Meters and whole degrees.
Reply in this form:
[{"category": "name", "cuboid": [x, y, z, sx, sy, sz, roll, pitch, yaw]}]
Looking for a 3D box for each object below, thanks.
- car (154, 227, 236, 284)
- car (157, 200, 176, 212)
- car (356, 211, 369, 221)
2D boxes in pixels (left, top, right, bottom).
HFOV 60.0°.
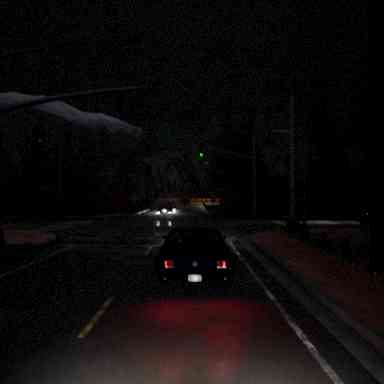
[{"category": "car", "cuboid": [0.081, 1.683, 9.770, 1.895, 1.301, 4.718, 0, 0, 0]}, {"category": "car", "cuboid": [-3.571, 1.901, 45.103, 1.812, 1.442, 4.674, 0, 0, 0]}, {"category": "car", "cuboid": [16.225, 1.846, 27.493, 4.718, 1.301, 1.895, 0, 0, -1]}]
